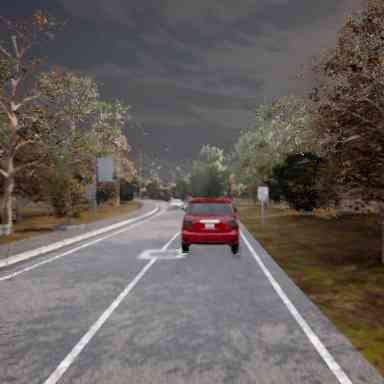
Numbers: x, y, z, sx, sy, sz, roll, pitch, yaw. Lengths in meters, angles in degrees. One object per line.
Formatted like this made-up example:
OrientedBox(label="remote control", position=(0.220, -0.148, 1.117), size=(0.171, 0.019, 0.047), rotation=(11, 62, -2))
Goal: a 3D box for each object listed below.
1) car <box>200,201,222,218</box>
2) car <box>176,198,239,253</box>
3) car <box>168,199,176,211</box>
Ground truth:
OrientedBox(label="car", position=(1.795, 1.656, 32.856), size=(2.033, 1.411, 5.357), rotation=(0, 0, 1))
OrientedBox(label="car", position=(0.779, 1.261, 14.125), size=(2.150, 2.045, 5.566), rotation=(0, 0, 4))
OrientedBox(label="car", position=(-2.049, 1.652, 43.183), size=(1.812, 1.442, 4.674), rotation=(0, 0, -3))
